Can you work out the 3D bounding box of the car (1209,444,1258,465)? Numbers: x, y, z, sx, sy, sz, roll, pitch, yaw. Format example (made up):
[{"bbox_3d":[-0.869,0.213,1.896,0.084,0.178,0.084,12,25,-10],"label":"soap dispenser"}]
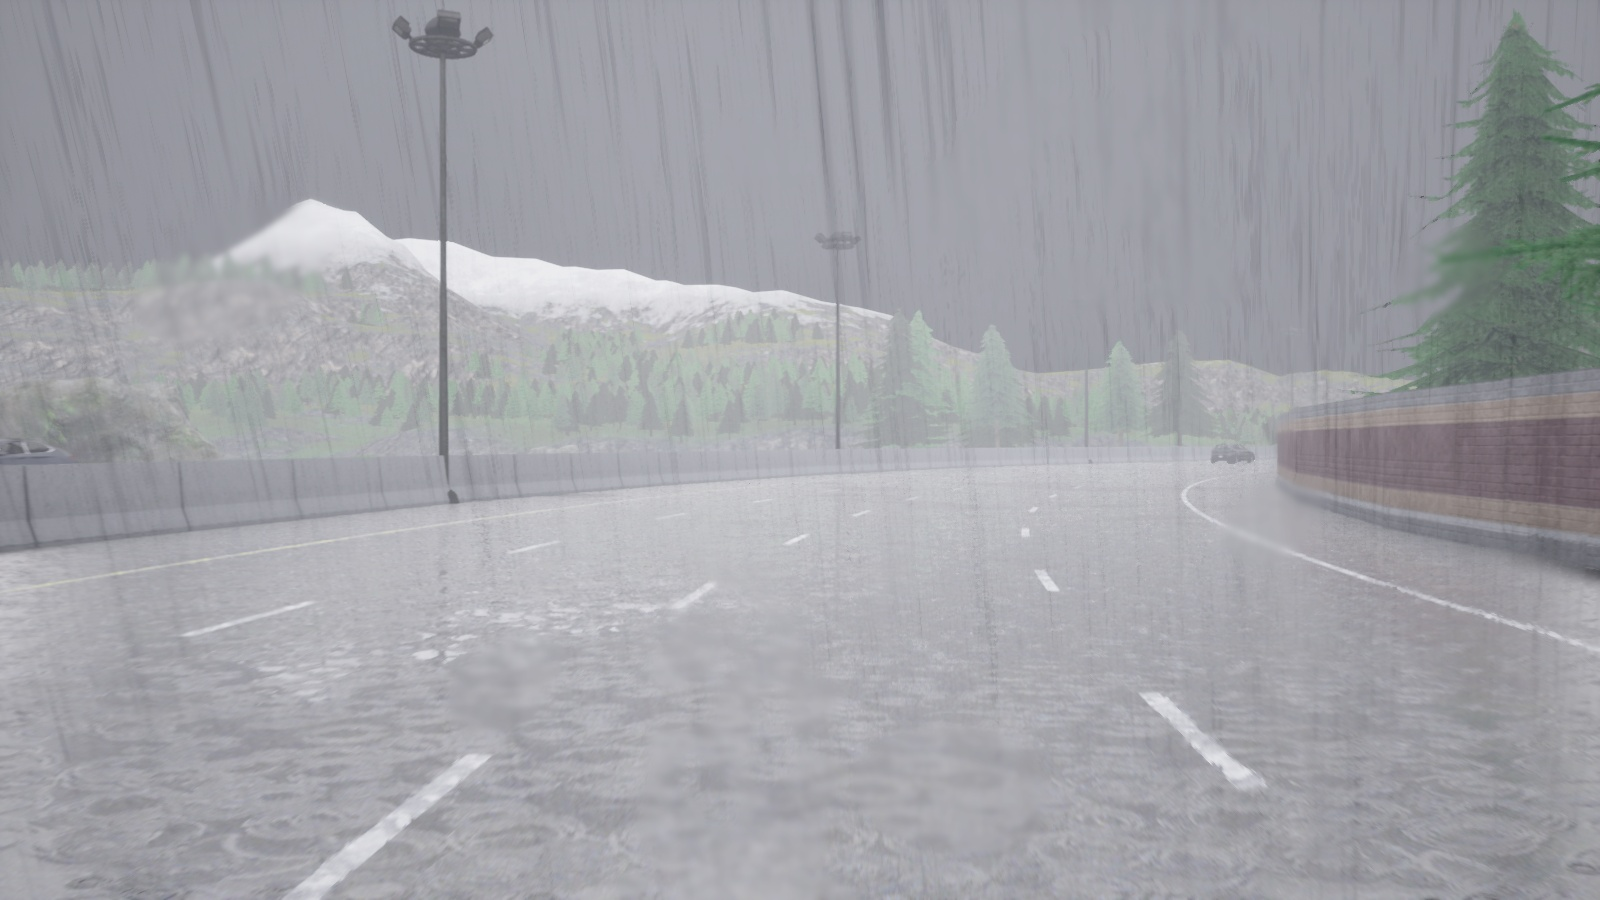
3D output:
[{"bbox_3d":[30.677,0.293,88.835,1.816,1.474,4.193,0,0,41],"label":"car"}]

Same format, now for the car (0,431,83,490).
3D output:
[{"bbox_3d":[-23.460,0.296,36.022,2.152,1.651,5.027,0,0,14],"label":"car"}]
